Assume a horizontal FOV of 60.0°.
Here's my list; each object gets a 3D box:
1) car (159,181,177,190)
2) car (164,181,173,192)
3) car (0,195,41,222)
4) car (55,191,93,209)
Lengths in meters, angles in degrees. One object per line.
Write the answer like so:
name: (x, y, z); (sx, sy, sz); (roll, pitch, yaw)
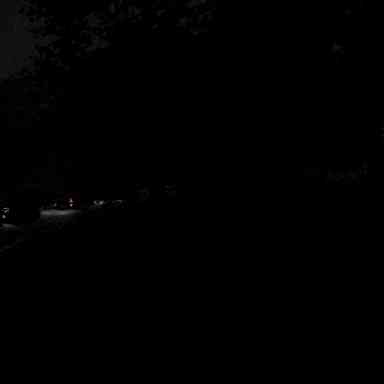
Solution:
car: (-4.434, -1.221, 63.041); (1.837, 1.490, 4.892); (0, 4, 16)
car: (-2.820, -0.806, 55.619); (2.128, 1.511, 4.902); (0, 4, 16)
car: (-13.333, 1.161, 24.775); (2.097, 1.767, 4.553); (0, 2, 7)
car: (-12.005, 0.661, 34.029); (2.097, 1.767, 4.553); (0, 4, 11)
